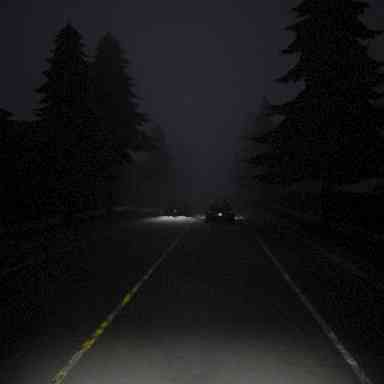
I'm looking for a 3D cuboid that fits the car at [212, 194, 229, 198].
[{"bbox_3d":[3.474,1.051,41.014,2.097,1.767,4.553,0,0,5],"label":"car"}]

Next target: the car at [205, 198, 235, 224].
[{"bbox_3d":[1.967,1.393,23.285,1.994,1.385,4.181,0,0,5],"label":"car"}]

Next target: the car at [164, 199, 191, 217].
[{"bbox_3d":[-1.176,1.334,28.847,1.994,1.385,4.181,0,0,5],"label":"car"}]
